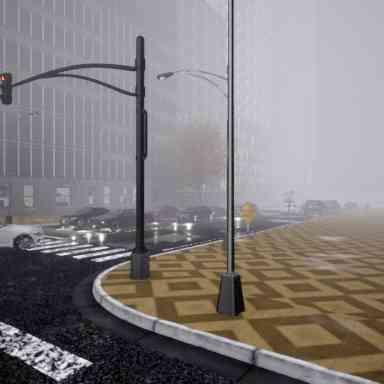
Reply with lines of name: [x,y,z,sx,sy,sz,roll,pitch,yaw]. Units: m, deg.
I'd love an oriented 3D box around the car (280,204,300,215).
car: [13.643,2.372,46.025,1.812,1.442,4.674,0,-1,33]

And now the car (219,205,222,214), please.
car: [2.596,2.223,41.160,1.994,1.385,4.181,0,-1,32]

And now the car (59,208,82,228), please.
car: [-7.724,1.844,25.166,1.812,1.442,4.674,0,-1,31]

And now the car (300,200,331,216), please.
car: [16.580,2.077,44.480,2.150,2.045,5.566,0,-1,33]

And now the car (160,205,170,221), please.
car: [-2.797,2.007,32.810,1.812,1.442,4.674,0,-1,33]

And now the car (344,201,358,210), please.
car: [31.503,2.662,65.686,2.097,1.767,4.553,0,-1,33]

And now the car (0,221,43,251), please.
car: [-8.588,1.661,13.511,4.674,1.442,1.812,1,0,-28]

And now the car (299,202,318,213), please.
car: [19.200,2.506,54.716,1.882,1.535,5.008,0,-1,33]

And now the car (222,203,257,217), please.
car: [5.785,2.204,40.093,1.812,1.442,4.674,0,-1,33]

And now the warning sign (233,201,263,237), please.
warning sign: [3.136,1.454,18.552,1.300,1.860,1.060,1,1,33]

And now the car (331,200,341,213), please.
car: [22.408,2.267,53.509,2.150,2.045,5.566,0,-1,33]

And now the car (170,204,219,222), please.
car: [0.346,2.003,31.685,1.837,1.490,4.892,0,-1,33]

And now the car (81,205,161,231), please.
car: [-4.856,1.874,23.628,2.033,1.411,5.357,0,-1,33]
